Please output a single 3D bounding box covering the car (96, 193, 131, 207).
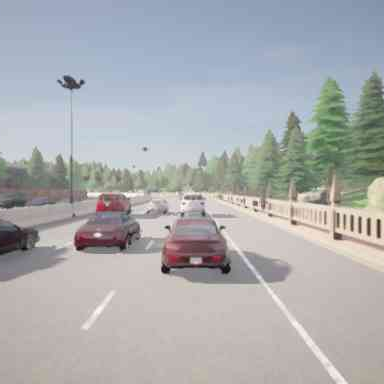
[{"bbox_3d":[-6.902,1.119,29.780,2.150,2.045,5.566,0,0,0],"label":"car"}]

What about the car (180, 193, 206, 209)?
[{"bbox_3d":[0.099,1.116,30.622,2.150,2.045,5.566,0,0,0],"label":"car"}]

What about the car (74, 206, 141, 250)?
[{"bbox_3d":[-3.399,1.515,14.031,1.994,1.385,4.181,0,0,0],"label":"car"}]

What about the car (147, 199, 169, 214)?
[{"bbox_3d":[-3.401,1.408,33.622,1.812,1.442,4.674,0,0,0],"label":"car"}]

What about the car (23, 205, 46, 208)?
[{"bbox_3d":[-17.583,1.371,38.795,1.837,1.490,4.892,0,0,0],"label":"car"}]

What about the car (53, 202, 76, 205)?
[{"bbox_3d":[-14.085,1.415,38.189,2.033,1.411,5.357,0,0,0],"label":"car"}]

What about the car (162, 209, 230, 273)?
[{"bbox_3d":[0.100,1.489,10.396,1.812,1.442,4.674,0,0,0],"label":"car"}]

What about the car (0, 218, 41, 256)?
[{"bbox_3d":[-6.900,1.510,10.695,2.033,1.411,5.357,0,0,0],"label":"car"}]
